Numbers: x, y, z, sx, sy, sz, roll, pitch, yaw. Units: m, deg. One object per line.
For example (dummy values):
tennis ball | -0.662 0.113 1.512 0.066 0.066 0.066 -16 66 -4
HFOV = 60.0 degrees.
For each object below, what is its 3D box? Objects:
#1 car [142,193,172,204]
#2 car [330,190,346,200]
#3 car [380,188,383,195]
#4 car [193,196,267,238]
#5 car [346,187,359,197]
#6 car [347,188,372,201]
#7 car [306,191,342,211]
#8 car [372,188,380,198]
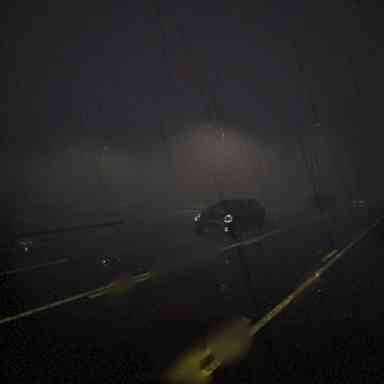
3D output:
car | -5.301 0.961 49.510 4.902 1.511 2.128 0 1 35
car | 21.996 0.423 51.781 2.097 1.767 4.553 0 1 35
car | 40.647 -0.165 72.757 1.837 1.490 4.892 0 2 34
car | 1.974 1.126 16.376 2.097 1.767 4.553 0 1 34
car | 29.303 0.322 62.372 2.128 1.511 4.902 0 1 35
car | 25.839 0.519 51.129 2.128 1.511 4.902 0 1 35
car | 12.574 0.919 31.861 1.882 1.535 5.008 0 1 35
car | 32.795 0.364 61.272 1.895 1.301 4.718 0 1 34
